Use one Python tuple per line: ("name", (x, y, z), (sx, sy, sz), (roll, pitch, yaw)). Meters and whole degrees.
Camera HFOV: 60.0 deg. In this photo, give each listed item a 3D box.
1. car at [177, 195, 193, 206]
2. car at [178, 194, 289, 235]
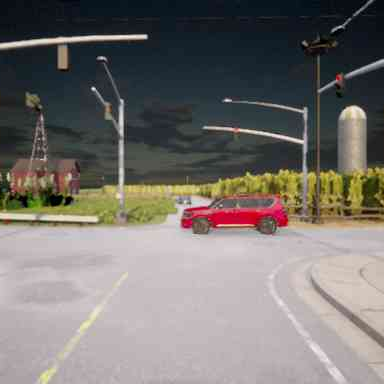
("car", (-0.994, 1.155, 46.998), (2.128, 1.511, 4.902), (0, 0, -2))
("car", (2.204, 1.157, 17.405), (5.566, 2.045, 2.150), (0, 1, 0))
